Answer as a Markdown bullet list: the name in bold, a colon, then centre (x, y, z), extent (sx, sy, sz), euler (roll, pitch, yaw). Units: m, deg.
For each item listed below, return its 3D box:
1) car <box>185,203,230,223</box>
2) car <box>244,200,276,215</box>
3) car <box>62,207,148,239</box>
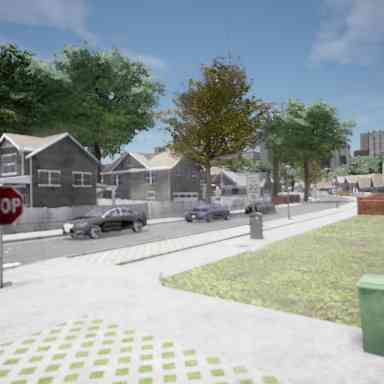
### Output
- **car**: centre (1.268, 1.592, 25.833), extent (1.994, 1.385, 4.181), euler (-2, -1, 35)
- **car**: centre (6.951, 1.547, 33.797), extent (1.994, 1.385, 4.181), euler (-2, -1, 35)
- **car**: centre (-4.512, 1.555, 17.815), extent (2.128, 1.511, 4.902), euler (-2, -1, 36)
